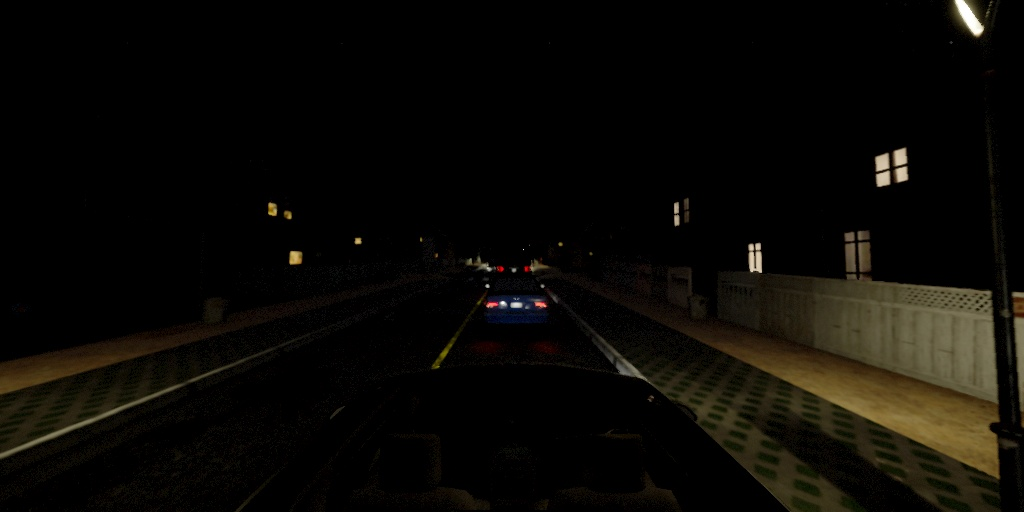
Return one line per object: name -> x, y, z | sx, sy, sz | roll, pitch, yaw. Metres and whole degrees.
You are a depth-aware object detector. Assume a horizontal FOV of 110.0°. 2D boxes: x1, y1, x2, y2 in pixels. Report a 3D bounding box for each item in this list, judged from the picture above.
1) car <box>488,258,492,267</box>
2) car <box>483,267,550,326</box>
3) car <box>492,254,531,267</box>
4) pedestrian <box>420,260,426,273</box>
car -> -2.819, 1.096, 58.024 | 1.882, 1.535, 5.008 | 0, 0, 0
car -> 0.100, 1.256, 11.398 | 2.033, 1.411, 5.357 | 0, 0, 0
car -> 0.076, 0.891, 22.878 | 2.150, 2.045, 5.566 | 0, 0, -1
pedestrian -> -9.815, 0.988, 39.363 | 0.375, 1.860, 0.375 | 0, -3, -1
